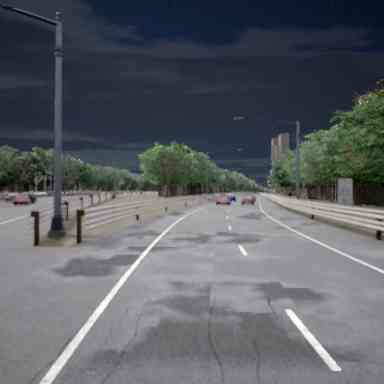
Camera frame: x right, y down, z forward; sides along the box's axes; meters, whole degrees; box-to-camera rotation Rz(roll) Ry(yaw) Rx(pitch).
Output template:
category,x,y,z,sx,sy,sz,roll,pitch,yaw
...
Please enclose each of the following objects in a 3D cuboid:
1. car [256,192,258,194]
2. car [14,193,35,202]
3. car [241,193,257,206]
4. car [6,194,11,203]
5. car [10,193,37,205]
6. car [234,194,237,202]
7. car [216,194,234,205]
category,x,y,z,sx,sy,sz,roll,pitch,yaw
car,11.114,0.975,63.817,2.097,1.767,4.553,1,0,12
car,-27.800,0.872,55.333,1.994,1.385,4.181,0,1,-9
car,8.244,1.219,49.279,1.812,1.442,4.674,1,1,11
car,-26.893,0.869,50.942,1.812,1.442,4.674,0,0,-12
car,-22.242,1.005,44.558,1.994,1.385,4.181,0,0,-10
car,7.412,1.074,63.174,1.882,1.535,5.008,1,0,12
car,4.694,1.229,49.352,1.994,1.385,4.181,1,0,11
